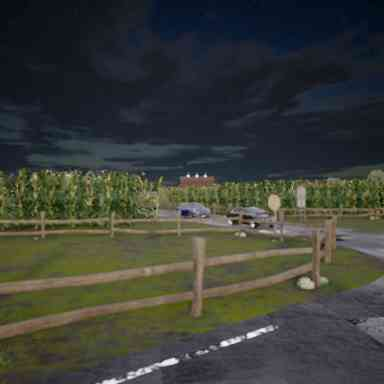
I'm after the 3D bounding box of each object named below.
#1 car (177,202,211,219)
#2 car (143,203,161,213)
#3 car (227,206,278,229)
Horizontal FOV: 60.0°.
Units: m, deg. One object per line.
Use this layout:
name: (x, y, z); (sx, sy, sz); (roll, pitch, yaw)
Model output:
car: (0.162, 1.813, 33.928); (2.097, 1.767, 4.553); (0, -1, -25)
car: (-5.919, 2.238, 46.808); (1.895, 1.301, 4.718); (0, -1, -26)
car: (4.407, 1.842, 24.933); (1.837, 1.490, 4.892); (0, -1, -26)
